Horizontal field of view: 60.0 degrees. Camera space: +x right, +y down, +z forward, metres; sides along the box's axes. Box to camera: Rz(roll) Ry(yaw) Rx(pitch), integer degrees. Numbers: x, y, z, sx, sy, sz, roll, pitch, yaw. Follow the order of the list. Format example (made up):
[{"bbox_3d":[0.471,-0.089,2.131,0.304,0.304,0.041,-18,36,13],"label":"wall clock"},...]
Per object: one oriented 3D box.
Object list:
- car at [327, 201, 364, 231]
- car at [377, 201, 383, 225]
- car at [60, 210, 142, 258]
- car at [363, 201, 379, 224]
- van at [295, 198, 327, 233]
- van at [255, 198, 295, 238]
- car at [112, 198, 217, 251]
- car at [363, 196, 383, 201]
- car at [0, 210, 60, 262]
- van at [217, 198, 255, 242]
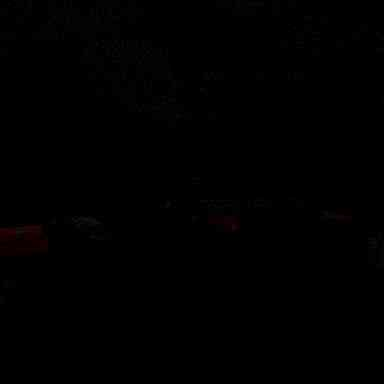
[{"bbox_3d":[7.807,1.570,21.437,5.366,1.575,1.946,-1,-1,34],"label":"car"},{"bbox_3d":[12.519,1.627,24.991,4.792,1.488,2.163,-1,-1,34],"label":"car"},{"bbox_3d":[-4.455,1.561,12.888,4.674,1.452,2.002,-1,-1,34],"label":"car"},{"bbox_3d":[10.046,1.617,23.286,4.792,1.488,2.163,-1,-1,34],"label":"car"},{"bbox_3d":[5.328,1.337,19.751,4.442,1.987,1.878,-1,-1,34],"label":"van"},{"bbox_3d":[2.906,1.326,18.017,4.442,1.987,1.878,-1,-1,34],"label":"van"},{"bbox_3d":[-2.060,1.281,14.633,5.566,2.045,2.435,-1,-1,34],"label":"car"},{"bbox_3d":[14.885,1.358,26.753,5.566,2.045,2.435,-1,-1,34],"label":"car"},{"bbox_3d":[-6.855,1.384,11.135,4.553,1.767,2.185,-1,-1,34],"label":"car"},{"bbox_3d":[0.485,1.316,16.284,4.442,1.987,1.878,-1,-1,35],"label":"van"}]
